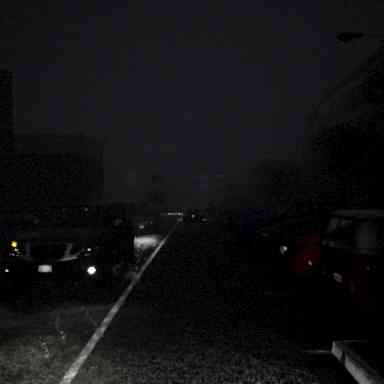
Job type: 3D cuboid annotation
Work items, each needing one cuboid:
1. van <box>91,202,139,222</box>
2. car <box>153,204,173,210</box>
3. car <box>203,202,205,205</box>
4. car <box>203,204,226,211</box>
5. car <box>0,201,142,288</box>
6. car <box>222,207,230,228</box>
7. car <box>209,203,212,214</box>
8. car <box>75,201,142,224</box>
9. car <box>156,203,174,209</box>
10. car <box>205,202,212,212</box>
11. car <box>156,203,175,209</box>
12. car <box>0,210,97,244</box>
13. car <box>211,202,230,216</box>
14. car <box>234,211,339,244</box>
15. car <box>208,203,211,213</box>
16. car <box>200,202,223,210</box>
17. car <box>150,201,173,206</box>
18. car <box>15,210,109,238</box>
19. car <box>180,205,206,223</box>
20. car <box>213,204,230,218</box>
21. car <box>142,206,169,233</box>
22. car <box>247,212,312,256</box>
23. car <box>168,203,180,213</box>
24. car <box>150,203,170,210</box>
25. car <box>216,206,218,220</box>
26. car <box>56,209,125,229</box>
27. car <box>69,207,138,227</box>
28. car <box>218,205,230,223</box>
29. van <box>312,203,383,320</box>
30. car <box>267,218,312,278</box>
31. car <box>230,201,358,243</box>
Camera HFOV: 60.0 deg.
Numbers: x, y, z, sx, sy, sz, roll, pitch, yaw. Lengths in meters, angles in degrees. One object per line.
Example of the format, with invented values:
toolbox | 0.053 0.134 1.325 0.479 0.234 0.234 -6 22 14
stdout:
van | -7.688 1.995 33.645 4.442 1.987 1.878 0 -2 0
car | -7.426 3.760 85.809 4.792 1.488 2.163 0 -2 0
car | 4.822 2.920 61.804 4.553 1.767 2.185 0 -2 0
car | 4.860 3.398 72.971 4.792 1.488 2.163 0 -2 0
car | -3.070 1.292 9.725 2.150 2.045 5.566 0 -1 0
car | 4.751 1.944 22.705 4.792 1.488 2.163 0 -2 0
car | 4.772 2.400 39.460 4.892 1.521 2.231 0 -2 0
car | -7.609 1.889 30.855 5.566 2.045 2.435 0 -2 0
car | -7.383 3.898 91.558 4.892 1.521 2.231 0 -2 0
car | 4.801 2.645 47.963 5.008 1.535 2.097 0 -2 0
car | -7.552 3.982 94.620 5.366 1.575 1.946 0 -2 0
car | -7.813 1.737 17.025 5.366 1.575 1.946 0 -2 0
car | 4.737 2.193 36.674 4.553 1.767 2.185 0 -2 0
car | 4.674 1.782 17.120 4.792 1.488 2.163 0 -2 0
car | 4.793 2.481 42.253 4.892 1.521 2.231 0 -2 0
car | 4.900 3.440 84.147 5.566 2.045 2.435 0 -2 0
car | -7.464 3.139 74.069 5.566 2.045 2.435 0 -2 0
car | -7.589 1.851 19.814 4.792 1.488 2.163 0 -2 0
car | 0.114 2.307 33.477 1.994 1.385 4.181 0 -2 1
car | 4.935 2.154 31.083 5.366 1.575 1.946 0 -2 0
car | -3.017 1.919 22.649 2.128 1.511 4.902 0 -2 0
car | 4.684 1.597 11.595 5.008 1.535 2.097 0 -2 0
car | -2.806 3.091 59.049 1.994 1.385 4.181 0 -2 0
car | -7.395 3.346 76.877 4.553 1.767 2.185 0 -2 0
car | 4.769 2.106 28.291 4.792 1.488 2.163 0 -2 0
car | -7.597 2.019 25.267 4.674 1.452 2.002 0 -2 0
car | -7.405 2.060 28.183 5.366 1.575 1.946 0 -2 0
car | 4.917 1.992 25.498 5.366 1.575 1.946 0 -2 0
van | 4.783 1.272 5.981 4.442 1.987 1.878 0 -1 0
car | 4.705 1.565 8.763 4.792 1.488 2.163 0 -1 0
car | 4.666 1.421 14.336 5.566 2.045 2.435 0 -2 0
